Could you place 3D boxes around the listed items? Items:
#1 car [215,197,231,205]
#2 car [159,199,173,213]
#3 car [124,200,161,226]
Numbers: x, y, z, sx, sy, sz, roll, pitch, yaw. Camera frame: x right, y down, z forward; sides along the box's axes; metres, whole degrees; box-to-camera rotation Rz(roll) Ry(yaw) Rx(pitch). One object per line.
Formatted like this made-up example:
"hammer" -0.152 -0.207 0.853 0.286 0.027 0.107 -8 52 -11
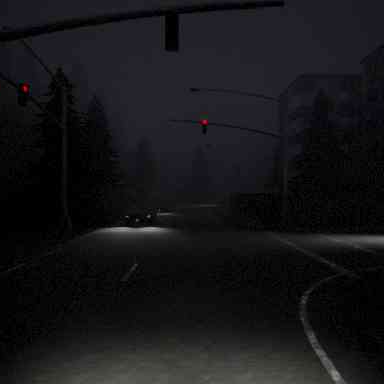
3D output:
"car" 6.240 1.601 59.421 1.895 1.301 4.718 0 0 45
"car" -3.299 1.547 37.684 2.033 1.411 5.357 0 0 3
"car" -3.489 1.526 23.310 1.812 1.442 4.674 0 0 -1
